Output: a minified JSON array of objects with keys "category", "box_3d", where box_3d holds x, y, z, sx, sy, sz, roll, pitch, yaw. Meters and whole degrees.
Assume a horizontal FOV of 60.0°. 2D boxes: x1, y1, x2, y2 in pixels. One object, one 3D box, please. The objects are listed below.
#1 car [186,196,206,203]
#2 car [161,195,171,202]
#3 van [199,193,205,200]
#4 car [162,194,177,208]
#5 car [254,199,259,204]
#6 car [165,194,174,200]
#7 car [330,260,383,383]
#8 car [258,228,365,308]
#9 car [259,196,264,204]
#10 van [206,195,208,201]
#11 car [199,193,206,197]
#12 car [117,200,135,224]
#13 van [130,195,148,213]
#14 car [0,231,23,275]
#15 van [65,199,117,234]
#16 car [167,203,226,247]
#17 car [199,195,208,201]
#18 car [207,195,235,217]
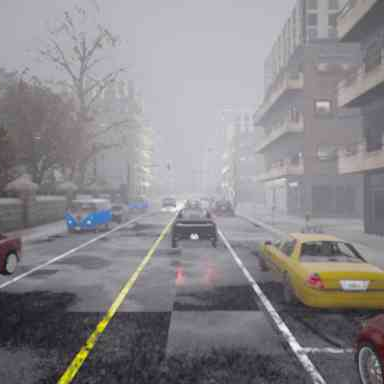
[{"category":"car","box_3d":[0.087,1.455,34.021,2.033,1.411,5.357,0,0,0]},{"category":"car","box_3d":[-5.704,1.330,73.056,1.752,1.417,4.829,1,0,0]},{"category":"van","box_3d":[2.673,1.102,90.156,1.690,1.788,3.998,1,0,0]},{"category":"car","box_3d":[-3.026,1.424,45.629,2.033,1.411,5.357,0,0,0]},{"category":"car","box_3d":[13.618,1.433,61.419,4.097,1.590,1.967,0,-1,1]},{"category":"car","box_3d":[-5.707,1.215,84.511,1.967,1.590,4.097,1,0,0]},{"category":"car","box_3d":[2.701,1.576,2.143,1.802,1.307,4.206,1,0,0]},{"category":"car","box_3d":[2.700,1.504,7.836,1.752,1.417,4.829,1,0,0]},{"category":"car","box_3d":[13.518,1.433,53.037,4.313,1.339,1.947,0,-1,1]},{"category":"van","box_3d":[2.660,1.245,35.282,1.690,1.788,3.998,1,0,0]},{"category":"car","box_3d":[2.675,1.370,73.230,1.947,1.339,4.313,1,0,0]},{"category":"car","box_3d":[-5.670,1.500,24.234,1.947,1.339,4.313,1,0,0]},{"category":"van","box_3d":[-5.653,1.246,35.281,1.690,1.788,3.998,1,0,0]},{"category":"car","box_3d":[-5.680,1.524,7.664,1.887,1.381,4.507,1,0,0]},{"category":"van","box_3d":[-5.689,1.290,18.710,1.690,1.788,3.998,1,0,0]},{"category":"car","box_3d":[0.094,1.451,14.791,2.128,1.511,4.902,0,0,0]},{"category":"car","box_3d":[2.673,1.340,78.872,2.008,1.369,4.403,1,0,0]},{"category":"car","box_3d":[2.663,1.359,29.759,1.967,1.590,4.097,1,0,0]}]
